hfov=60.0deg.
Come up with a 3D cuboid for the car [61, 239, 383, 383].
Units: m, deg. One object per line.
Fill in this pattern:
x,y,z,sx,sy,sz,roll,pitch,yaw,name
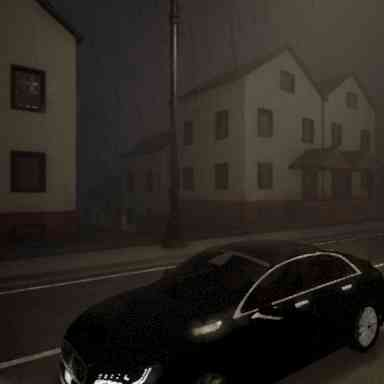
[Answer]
0.802,1.497,4.564,4.892,1.490,1.837,0,0,-36,car
